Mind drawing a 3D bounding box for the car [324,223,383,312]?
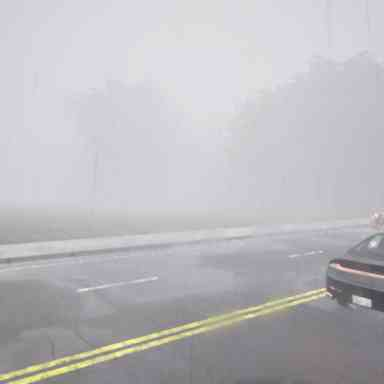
[{"bbox_3d":[4.694,1.545,6.699,4.902,1.511,2.128,1,0,-35],"label":"car"}]

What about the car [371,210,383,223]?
[{"bbox_3d":[13.195,1.518,20.846,4.553,1.767,2.097,0,0,-35],"label":"car"}]
